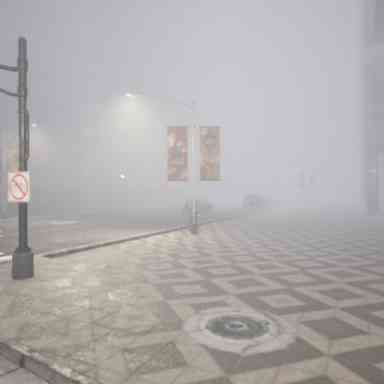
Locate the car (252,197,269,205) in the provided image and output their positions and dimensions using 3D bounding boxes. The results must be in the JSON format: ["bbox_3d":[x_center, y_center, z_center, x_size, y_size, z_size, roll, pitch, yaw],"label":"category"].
[{"bbox_3d":[12.493,1.632,60.662,1.837,1.490,4.892,-1,-1,26],"label":"car"}]

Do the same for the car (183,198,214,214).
[{"bbox_3d":[0.804,1.476,36.703,2.097,1.767,4.553,-1,0,26],"label":"car"}]

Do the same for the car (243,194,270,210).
[{"bbox_3d":[8.641,1.323,45.495,2.150,2.045,5.566,-1,0,26],"label":"car"}]

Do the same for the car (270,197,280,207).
[{"bbox_3d":[13.151,1.595,54.826,2.128,1.511,4.902,-1,0,26],"label":"car"}]
